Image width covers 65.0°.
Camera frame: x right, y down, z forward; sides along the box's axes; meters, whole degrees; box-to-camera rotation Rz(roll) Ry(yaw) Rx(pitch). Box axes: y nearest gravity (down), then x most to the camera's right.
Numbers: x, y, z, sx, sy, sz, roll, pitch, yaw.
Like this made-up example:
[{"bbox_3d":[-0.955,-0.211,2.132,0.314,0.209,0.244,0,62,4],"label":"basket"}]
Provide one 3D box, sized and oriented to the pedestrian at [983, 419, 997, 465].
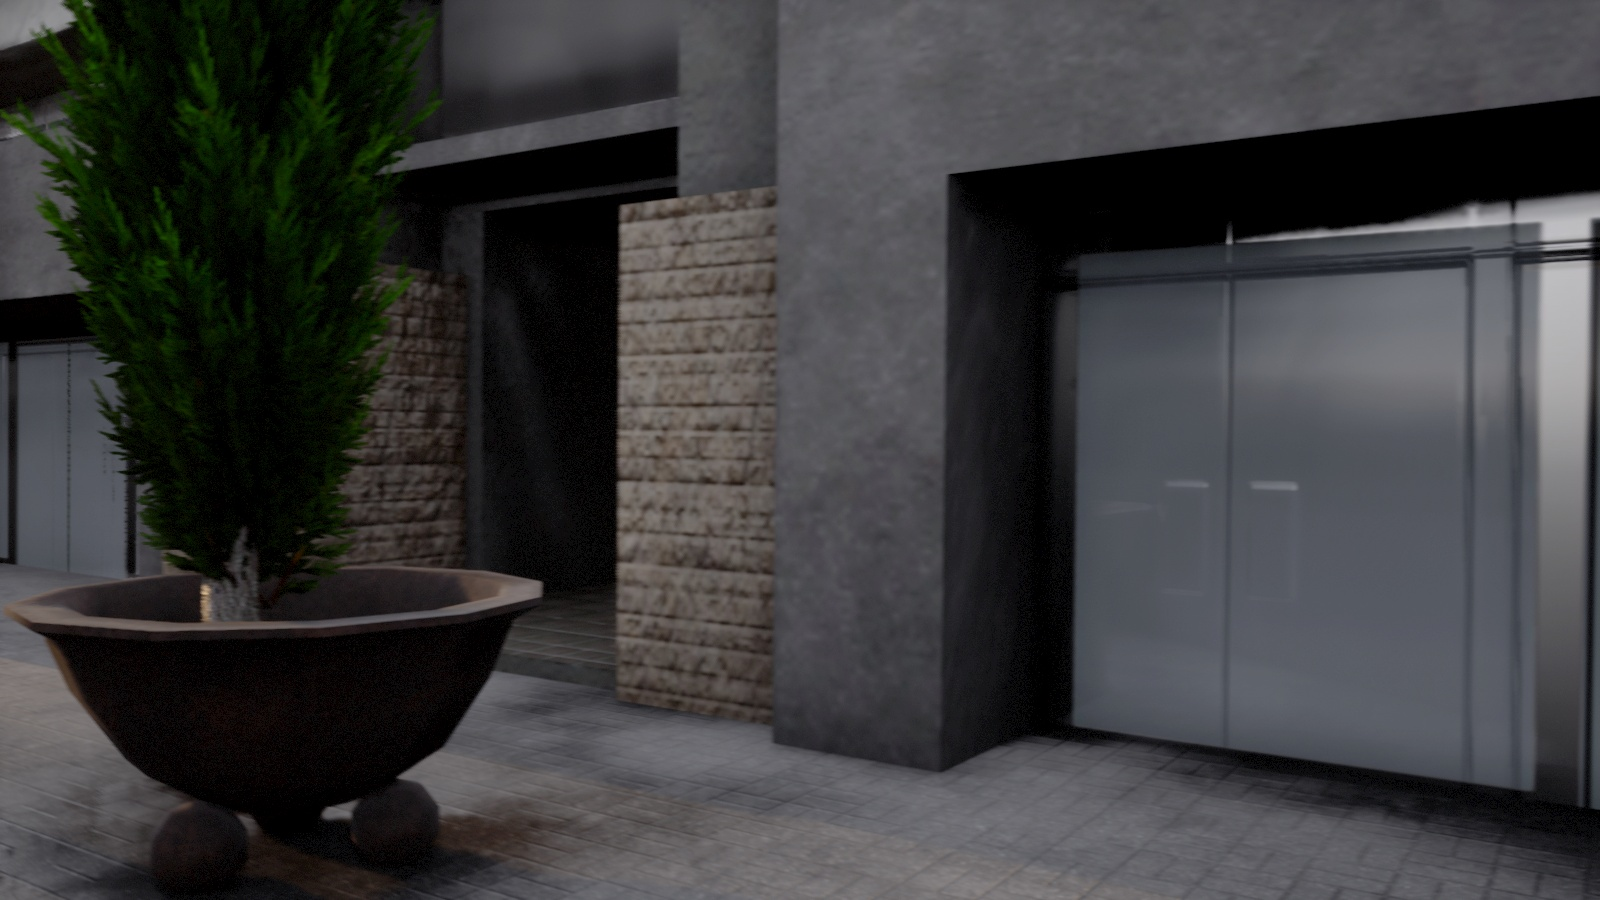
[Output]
[{"bbox_3d":[7.662,-0.320,50.684,0.345,1.836,0.594,0,1,33],"label":"pedestrian"}]
